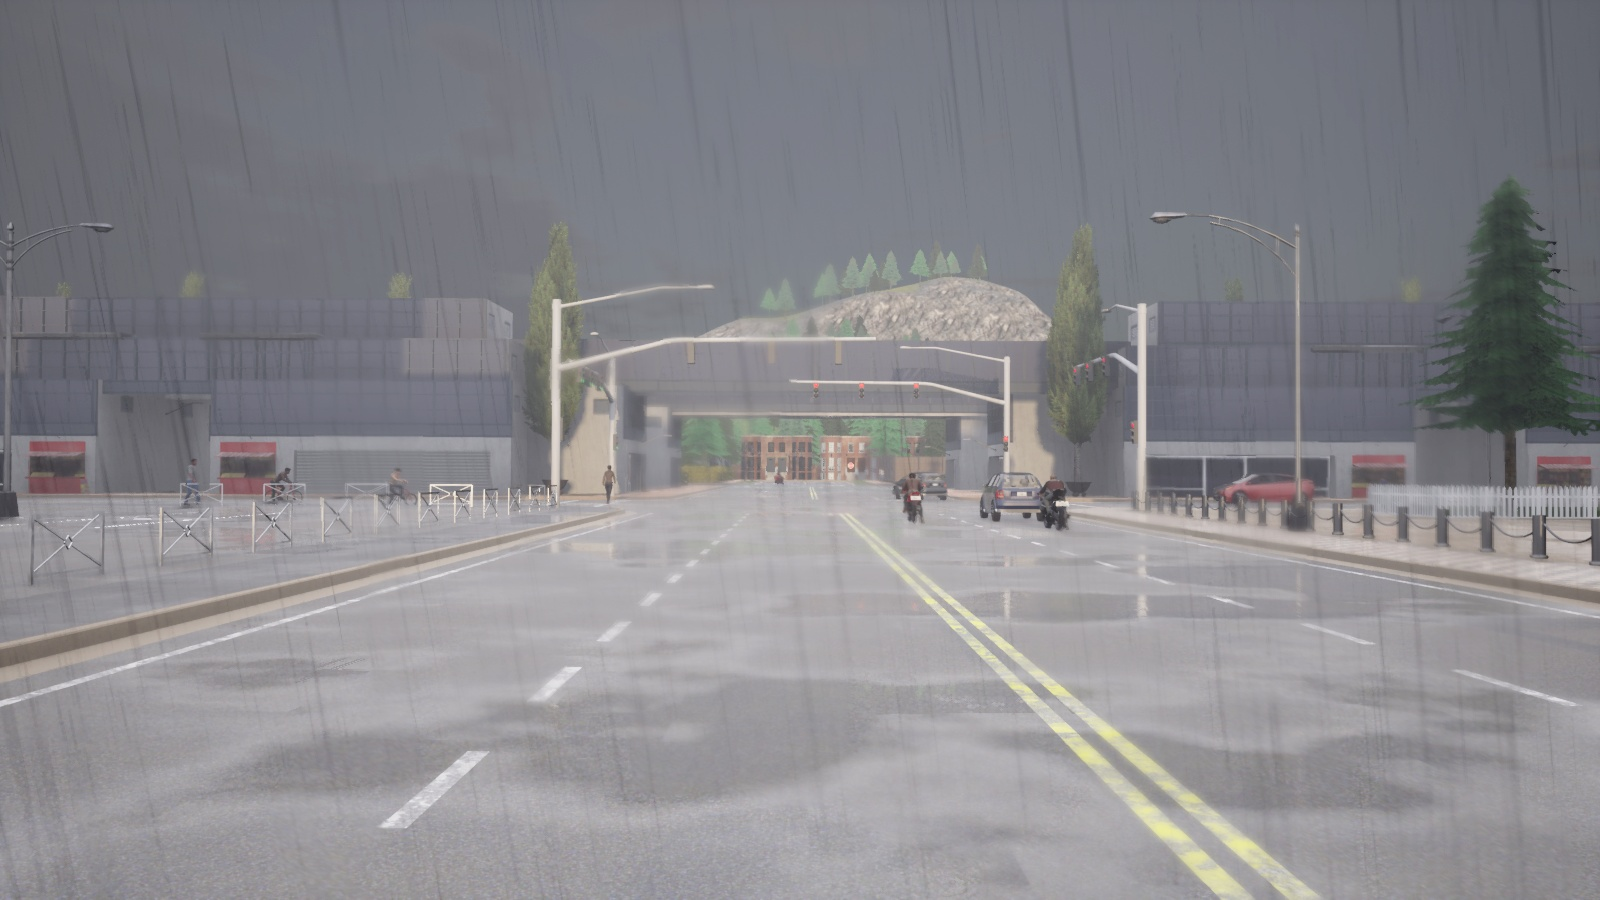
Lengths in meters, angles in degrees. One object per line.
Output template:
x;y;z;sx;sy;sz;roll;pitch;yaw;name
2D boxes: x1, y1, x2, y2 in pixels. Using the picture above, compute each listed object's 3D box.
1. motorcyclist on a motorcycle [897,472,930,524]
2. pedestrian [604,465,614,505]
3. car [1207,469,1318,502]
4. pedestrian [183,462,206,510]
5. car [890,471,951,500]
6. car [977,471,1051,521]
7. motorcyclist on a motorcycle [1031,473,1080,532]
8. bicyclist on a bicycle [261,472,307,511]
3.393;1.415;37.733;0.797;1.523;2.044;0;-1;0;motorcyclist on a motorcycle
-8.700;1.611;57.292;0.328;1.805;0.869;0;-1;-1;pedestrian
21.946;1.673;59.686;4.514;1.525;2.007;0;-1;0;car
-23.025;1.365;47.758;0.706;1.836;0.354;0;-1;-1;pedestrian
6.510;1.912;68.387;1.789;1.549;3.705;0;-1;-22;car
6.895;1.449;40.792;1.789;1.549;3.705;0;-1;0;car
6.913;1.394;34.124;0.866;1.530;2.191;0;-1;0;motorcyclist on a motorcycle
-21.627;1.735;52.620;1.656;1.620;0.582;0;-1;1;bicyclist on a bicycle
